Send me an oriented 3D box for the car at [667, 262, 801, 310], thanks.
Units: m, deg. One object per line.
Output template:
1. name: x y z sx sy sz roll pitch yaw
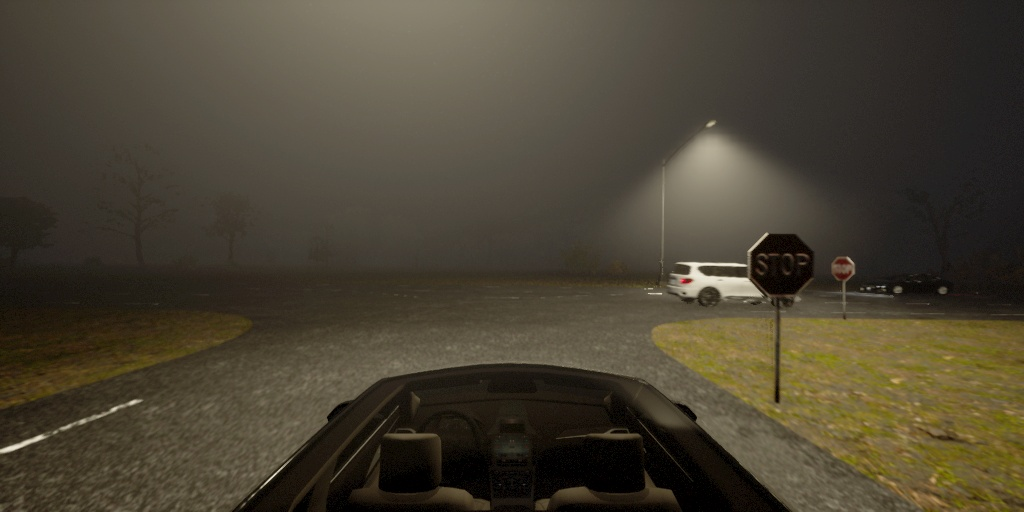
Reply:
1. car: 10.327 1.341 16.980 5.566 2.045 2.150 1 0 0

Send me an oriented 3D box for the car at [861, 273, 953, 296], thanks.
1. car: 26.204 1.871 23.881 4.892 1.490 1.837 -1 0 0
